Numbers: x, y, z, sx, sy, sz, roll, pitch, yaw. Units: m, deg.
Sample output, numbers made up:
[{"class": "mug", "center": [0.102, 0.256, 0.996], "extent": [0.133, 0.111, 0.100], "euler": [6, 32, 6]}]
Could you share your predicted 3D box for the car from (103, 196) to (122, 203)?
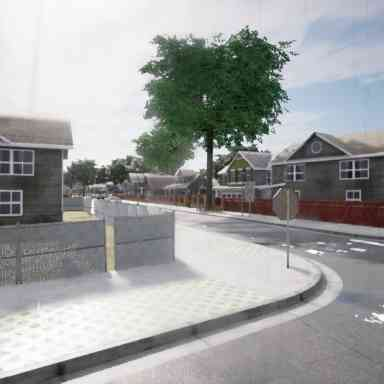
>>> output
[{"class": "car", "center": [-12.252, 1.510, 52.465], "extent": [1.837, 1.490, 4.892], "euler": [0, 0, -23]}]

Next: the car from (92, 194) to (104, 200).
[{"class": "car", "center": [-23.857, 1.286, 86.299], "extent": [2.097, 1.767, 4.553], "euler": [0, 0, -23]}]
